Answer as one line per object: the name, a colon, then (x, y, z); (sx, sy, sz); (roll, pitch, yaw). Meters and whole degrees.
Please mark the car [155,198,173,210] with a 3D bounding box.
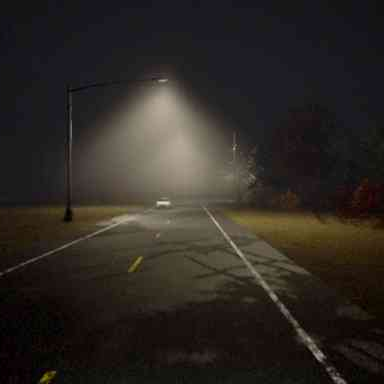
car: (-3.573, 1.499, 42.866); (1.812, 1.442, 4.674); (0, 0, 0)
